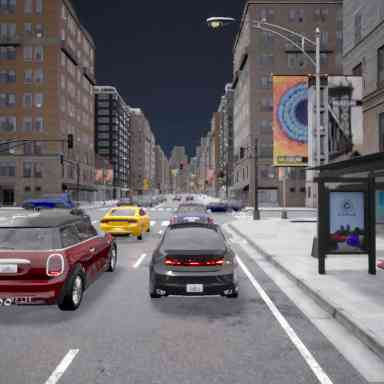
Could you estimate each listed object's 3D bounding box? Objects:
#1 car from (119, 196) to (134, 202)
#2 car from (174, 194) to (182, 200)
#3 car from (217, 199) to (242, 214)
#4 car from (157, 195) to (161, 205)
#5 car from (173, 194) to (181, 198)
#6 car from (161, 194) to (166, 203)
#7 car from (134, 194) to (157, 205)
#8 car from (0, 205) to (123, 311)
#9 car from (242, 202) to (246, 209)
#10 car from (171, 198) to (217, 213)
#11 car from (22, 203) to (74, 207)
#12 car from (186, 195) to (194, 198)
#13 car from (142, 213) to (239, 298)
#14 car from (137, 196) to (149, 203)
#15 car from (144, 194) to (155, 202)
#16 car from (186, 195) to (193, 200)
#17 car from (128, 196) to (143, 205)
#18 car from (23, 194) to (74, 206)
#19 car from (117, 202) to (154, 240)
[{"bbox_3d":[-10.197,1.585,51.362,1.994,1.385,4.181,0,0,0],"label":"car"},{"bbox_3d":[-3.870,1.369,91.973,2.128,1.511,4.902,0,0,0],"label":"car"},{"bbox_3d":[2.373,1.646,34.721,4.718,1.301,1.895,0,-1,-15],"label":"car"},{"bbox_3d":[-6.986,1.547,58.911,1.812,1.442,4.674,0,0,0],"label":"car"},{"bbox_3d":[-3.804,1.607,82.001,1.895,1.301,4.718,0,0,0],"label":"car"},{"bbox_3d":[-6.968,1.586,68.919,1.994,1.385,4.181,0,0,0],"label":"car"},{"bbox_3d":[-6.940,1.373,50.335,2.097,1.767,4.553,0,0,0],"label":"car"},{"bbox_3d":[-3.220,1.355,7.927,2.097,1.767,4.553,0,0,-1],"label":"car"},{"bbox_3d":[3.963,1.608,39.997,4.902,1.511,2.128,0,0,18],"label":"car"},{"bbox_3d":[-0.033,1.360,17.433,2.097,1.767,4.553,0,0,0],"label":"car"},{"bbox_3d":[-6.481,1.513,16.269,1.837,1.490,4.892,0,0,3],"label":"car"},{"bbox_3d":[-0.551,1.490,81.575,1.882,1.535,5.008,0,0,0],"label":"car"},{"bbox_3d":[0.024,1.508,8.497,1.837,1.490,4.892,0,0,-1],"label":"car"},{"bbox_3d":[-10.227,1.618,70.230,1.895,1.301,4.718,0,0,0],"label":"car"},{"bbox_3d":[-10.295,1.376,80.544,2.097,1.767,4.553,0,0,0],"label":"car"},{"bbox_3d":[-0.620,1.439,92.024,1.895,1.301,4.718,0,0,0],"label":"car"},{"bbox_3d":[-10.230,1.526,60.182,1.837,1.490,4.892,0,0,0],"label":"car"},{"bbox_3d":[-16.644,1.257,38.737,5.566,2.045,2.150,0,-1,0],"label":"car"},{"bbox_3d":[-3.279,1.485,17.055,1.882,1.535,5.008,0,0,-1],"label":"car"}]
